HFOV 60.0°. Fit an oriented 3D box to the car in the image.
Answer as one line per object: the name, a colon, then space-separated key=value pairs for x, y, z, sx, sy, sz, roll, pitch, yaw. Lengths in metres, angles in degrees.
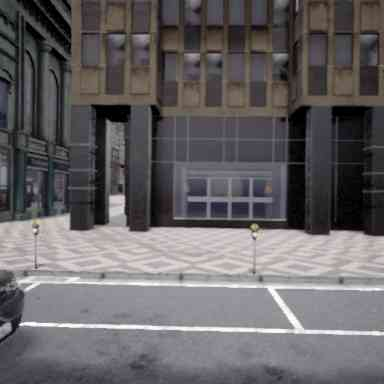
car: x=-4.724 y=1.417 z=4.153 sx=4.892 sy=1.490 sz=1.837 roll=1 pitch=0 yaw=2
